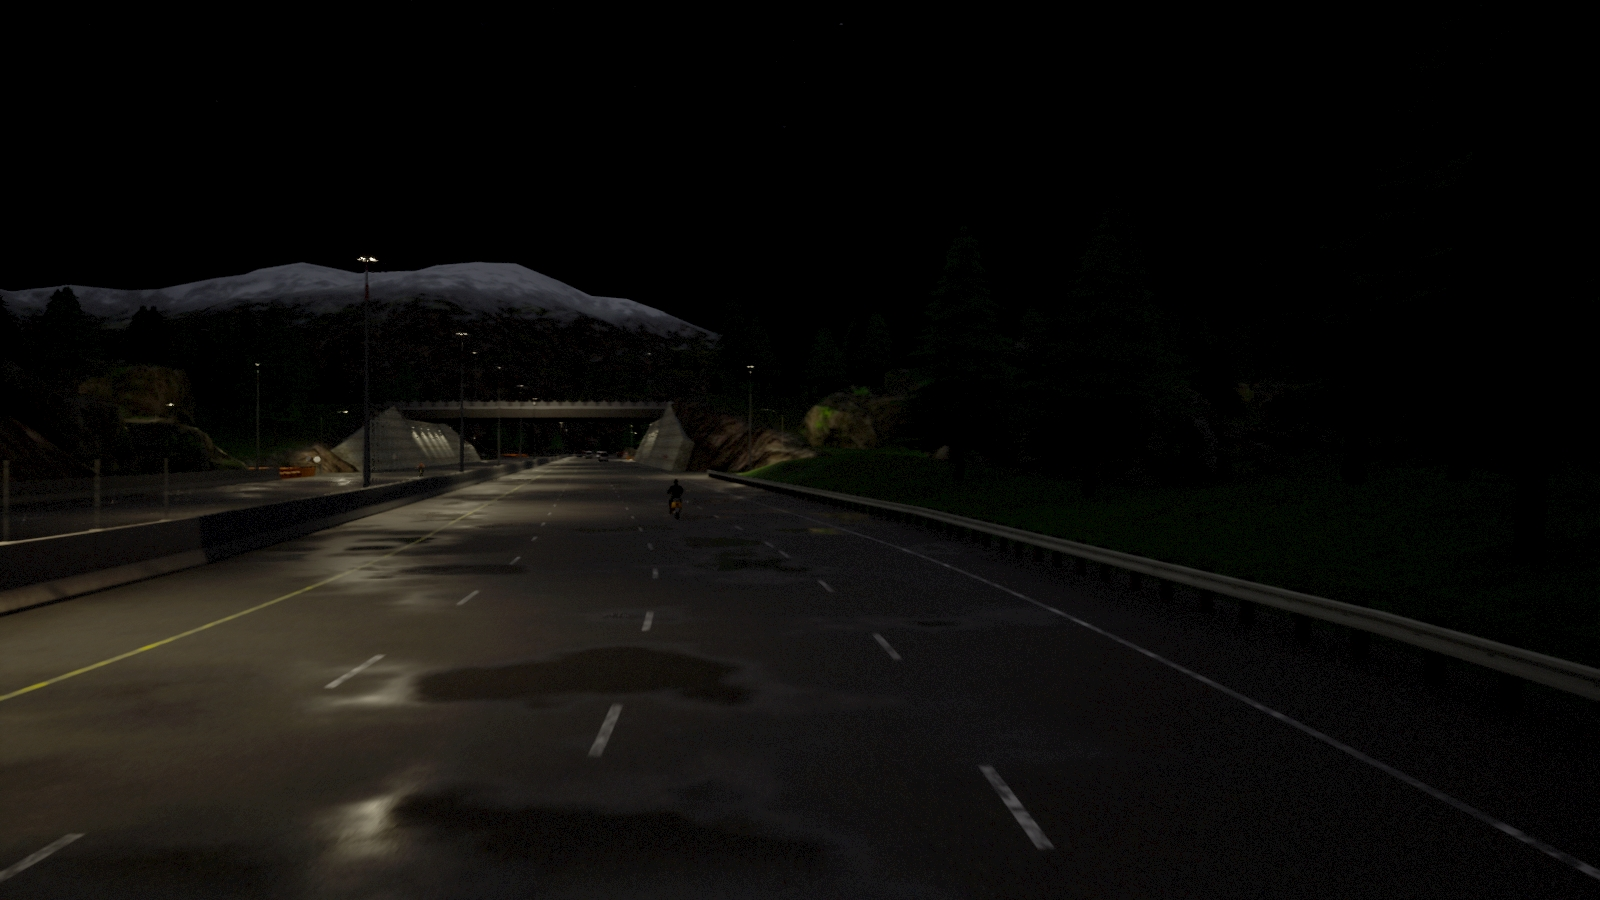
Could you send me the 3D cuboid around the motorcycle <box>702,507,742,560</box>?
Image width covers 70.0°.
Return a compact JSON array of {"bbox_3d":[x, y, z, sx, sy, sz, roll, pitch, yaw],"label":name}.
[{"bbox_3d":[-2.085,2.185,30.205,0.856,1.236,1.805,0,0,-10],"label":"motorcycle"}]
